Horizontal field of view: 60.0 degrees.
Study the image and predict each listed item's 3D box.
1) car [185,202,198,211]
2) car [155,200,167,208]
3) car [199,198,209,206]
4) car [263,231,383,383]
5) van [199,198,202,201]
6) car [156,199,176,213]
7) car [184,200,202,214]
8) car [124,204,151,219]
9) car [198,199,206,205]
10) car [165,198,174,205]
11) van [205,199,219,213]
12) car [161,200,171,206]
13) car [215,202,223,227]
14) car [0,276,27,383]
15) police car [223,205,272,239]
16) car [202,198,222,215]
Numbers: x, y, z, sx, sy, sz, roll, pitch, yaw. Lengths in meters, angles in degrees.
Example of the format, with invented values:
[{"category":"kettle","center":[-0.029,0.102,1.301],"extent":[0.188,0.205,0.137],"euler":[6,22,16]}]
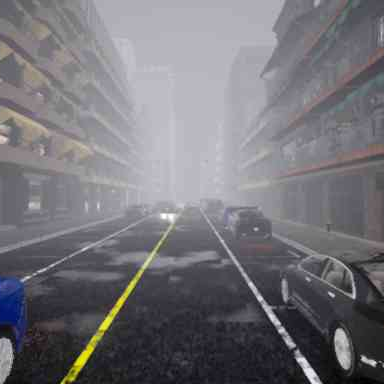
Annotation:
[{"category":"car","center":[-0.021,2.198,52.730],"extent":[1.895,1.301,4.718],"euler":[0,-1,1]},{"category":"car","center":[-5.741,2.252,62.231],"extent":[1.887,1.381,4.507],"euler":[0,-1,0]},{"category":"car","center":[2.630,2.154,73.607],"extent":[2.192,1.841,5.009],"euler":[0,-1,0]},{"category":"car","center":[2.688,1.613,5.420],"extent":[2.008,1.369,4.403],"euler":[0,-1,0]},{"category":"van","center":[2.640,2.048,62.242],"extent":[1.690,1.788,3.998],"euler":[0,-1,0]},{"category":"car","center":[-3.126,1.995,44.602],"extent":[2.128,1.511,4.902],"euler":[0,-1,0]},{"category":"car","center":[0.033,2.070,41.621],"extent":[1.895,1.301,4.718],"euler":[0,-1,0]},{"category":"car","center":[-5.716,1.926,33.820],"extent":[1.887,1.381,4.507],"euler":[0,-1,0]},{"category":"car","center":[2.620,2.538,84.968],"extent":[1.947,1.339,4.313],"euler":[0,-1,0]},{"category":"car","center":[-5.761,2.413,84.960],"extent":[1.967,1.590,4.097],"euler":[0,-1,0]},{"category":"van","center":[2.655,1.851,45.197],"extent":[1.690,1.788,3.998],"euler":[0,-1,0]},{"category":"car","center":[-5.751,2.390,73.595],"extent":[2.008,1.369,4.403],"euler":[0,-1,0]},{"category":"car","center":[3.118,1.766,25.656],"extent":[1.882,1.535,5.008],"euler":[0,-1,0]},{"category":"car","center":[-3.101,1.505,2.328],"extent":[1.882,1.535,5.008],"euler":[0,-1,0]},{"category":"police car","center":[3.118,1.636,18.767],"extent":[1.930,1.638,5.238],"euler":[0,-1,0]},{"category":"car","center":[2.660,1.760,39.515],"extent":[2.192,1.841,5.009],"euler":[0,-1,0]}]
